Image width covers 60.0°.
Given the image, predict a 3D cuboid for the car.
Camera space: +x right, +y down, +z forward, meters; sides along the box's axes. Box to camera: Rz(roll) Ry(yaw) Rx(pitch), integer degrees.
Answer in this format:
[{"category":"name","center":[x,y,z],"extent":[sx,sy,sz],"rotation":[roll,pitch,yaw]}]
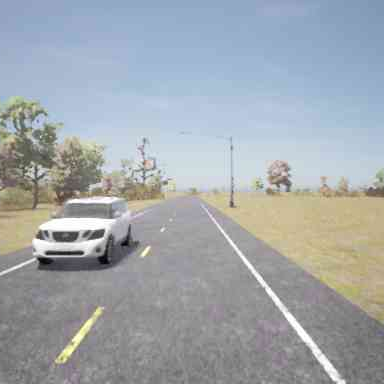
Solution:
[{"category":"car","center":[-3.596,1.221,12.113],"extent":[2.150,2.045,5.566],"rotation":[0,0,0]}]
